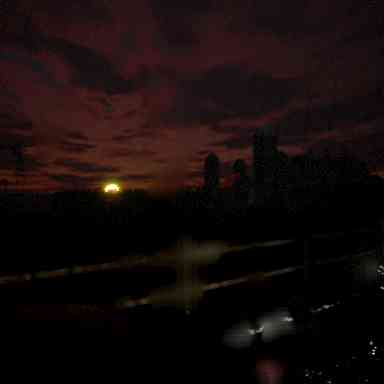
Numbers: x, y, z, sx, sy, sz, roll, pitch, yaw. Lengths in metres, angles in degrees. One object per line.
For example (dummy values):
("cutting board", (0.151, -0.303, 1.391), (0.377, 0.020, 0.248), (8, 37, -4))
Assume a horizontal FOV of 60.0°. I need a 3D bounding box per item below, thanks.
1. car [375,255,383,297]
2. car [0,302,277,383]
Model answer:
("car", (5.980, 1.484, 7.331), (5.008, 1.535, 1.882), (0, 0, -35))
("car", (-1.316, 1.573, 2.083), (4.181, 1.385, 1.994), (0, 0, -36))
